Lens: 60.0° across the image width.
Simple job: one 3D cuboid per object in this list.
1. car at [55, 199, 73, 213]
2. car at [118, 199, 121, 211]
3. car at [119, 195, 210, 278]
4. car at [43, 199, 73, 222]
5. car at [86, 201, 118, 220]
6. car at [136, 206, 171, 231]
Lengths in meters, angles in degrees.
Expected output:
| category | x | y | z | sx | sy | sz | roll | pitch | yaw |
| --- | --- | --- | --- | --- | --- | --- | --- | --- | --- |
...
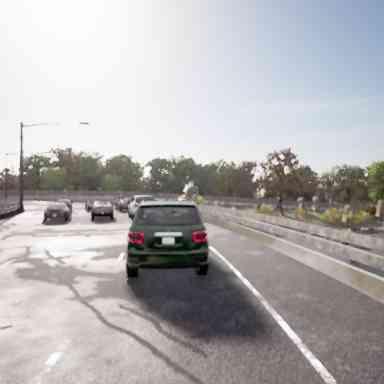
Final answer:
| category | x | y | z | sx | sy | sz | roll | pitch | yaw |
| --- | --- | --- | --- | --- | --- | --- | --- | --- | --- |
| car | -15.360 | 1.637 | 39.877 | 1.837 | 1.490 | 4.892 | 0 | 0 | -22 |
| car | -8.386 | 1.617 | 41.244 | 2.128 | 1.511 | 4.902 | 0 | 0 | -21 |
| car | -0.787 | 1.251 | 10.506 | 2.150 | 2.045 | 5.566 | 0 | 0 | -5 |
| car | -11.076 | 1.616 | 27.562 | 1.812 | 1.442 | 4.674 | 0 | 0 | -15 |
| car | -8.002 | 1.579 | 29.615 | 2.128 | 1.511 | 4.902 | 0 | -1 | -16 |
| car | -2.692 | 1.666 | 22.405 | 1.895 | 1.301 | 4.718 | 0 | 0 | -12 |
